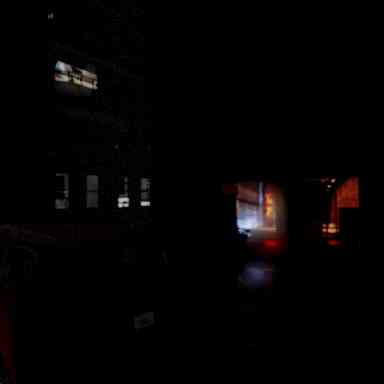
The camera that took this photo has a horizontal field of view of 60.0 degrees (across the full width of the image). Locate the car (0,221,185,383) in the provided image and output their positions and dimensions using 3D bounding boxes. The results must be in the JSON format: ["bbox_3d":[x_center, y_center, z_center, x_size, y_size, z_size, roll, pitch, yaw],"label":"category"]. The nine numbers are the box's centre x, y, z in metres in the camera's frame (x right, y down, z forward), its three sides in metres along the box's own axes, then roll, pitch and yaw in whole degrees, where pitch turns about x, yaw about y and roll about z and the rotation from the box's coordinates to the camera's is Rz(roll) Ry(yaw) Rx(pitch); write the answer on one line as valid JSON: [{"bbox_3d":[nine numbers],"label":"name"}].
[{"bbox_3d":[-2.408,1.336,4.609,5.009,1.841,2.192,0,-1,35],"label":"car"}]
